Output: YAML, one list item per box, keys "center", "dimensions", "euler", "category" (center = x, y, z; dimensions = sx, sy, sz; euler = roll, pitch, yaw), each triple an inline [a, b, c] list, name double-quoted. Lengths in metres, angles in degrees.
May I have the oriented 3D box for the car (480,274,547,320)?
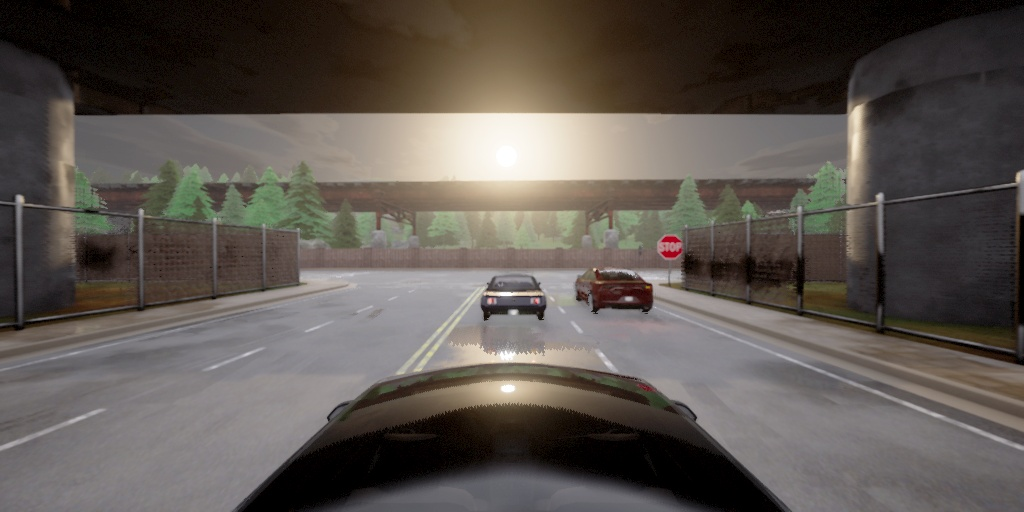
- center: [0.059, 1.255, 12.156]
  dimensions: [1.895, 1.301, 4.718]
  euler: [0, 1, 0]
  category: "car"

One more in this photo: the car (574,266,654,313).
- center: [3.564, 1.121, 13.350]
  dimensions: [1.882, 1.535, 5.008]
  euler: [0, 1, 0]
  category: "car"
